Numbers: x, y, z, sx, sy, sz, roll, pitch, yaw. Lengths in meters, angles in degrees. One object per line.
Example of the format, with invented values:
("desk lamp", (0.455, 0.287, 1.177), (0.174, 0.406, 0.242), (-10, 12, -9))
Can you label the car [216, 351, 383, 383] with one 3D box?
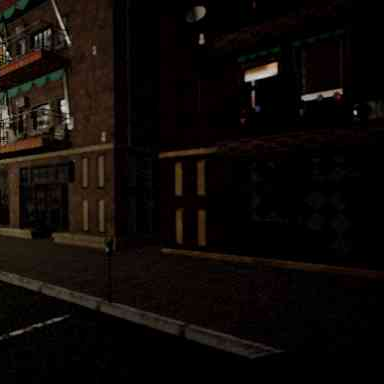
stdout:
("car", (1.957, 1.550, 1.492), (4.403, 1.369, 2.008), (0, -1, 35))
